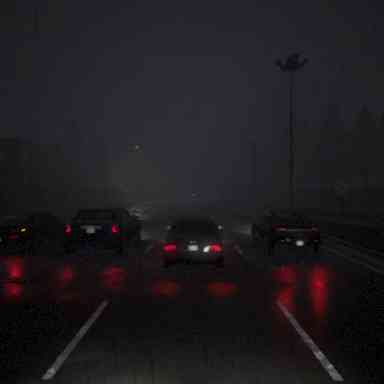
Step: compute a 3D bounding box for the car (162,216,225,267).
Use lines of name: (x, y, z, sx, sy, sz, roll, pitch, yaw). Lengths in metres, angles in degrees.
car: (0.072, 1.530, 11.320, 2.033, 1.411, 5.357, 0, 0, 1)

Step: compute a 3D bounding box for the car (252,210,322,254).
car: (3.618, 1.471, 13.410, 2.128, 1.511, 4.902, 0, 0, 1)

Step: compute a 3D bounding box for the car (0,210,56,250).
car: (-6.867, 1.504, 14.188, 1.812, 1.442, 4.674, 0, 0, 1)

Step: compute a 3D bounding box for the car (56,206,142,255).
car: (-3.382, 1.331, 13.380, 2.097, 1.767, 4.553, 0, 0, 1)
